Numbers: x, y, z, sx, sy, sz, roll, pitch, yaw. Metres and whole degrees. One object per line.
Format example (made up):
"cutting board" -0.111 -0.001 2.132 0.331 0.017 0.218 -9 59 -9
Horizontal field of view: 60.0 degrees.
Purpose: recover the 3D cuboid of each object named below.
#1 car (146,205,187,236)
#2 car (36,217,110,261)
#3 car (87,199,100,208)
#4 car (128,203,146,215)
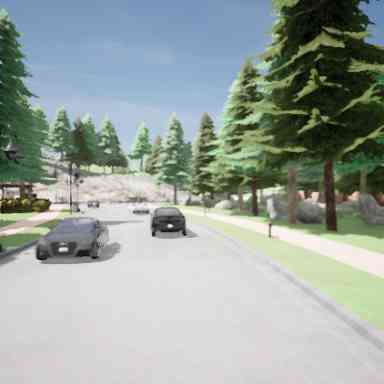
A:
"car" -1.498 1.597 19.421 1.882 1.535 5.008 0 0 -9
"car" -4.325 1.663 12.626 1.994 1.385 4.181 0 0 -6
"car" -16.997 1.929 57.390 2.128 1.511 4.902 0 0 -20
"car" -6.151 1.855 38.158 1.895 1.301 4.718 0 0 -18
